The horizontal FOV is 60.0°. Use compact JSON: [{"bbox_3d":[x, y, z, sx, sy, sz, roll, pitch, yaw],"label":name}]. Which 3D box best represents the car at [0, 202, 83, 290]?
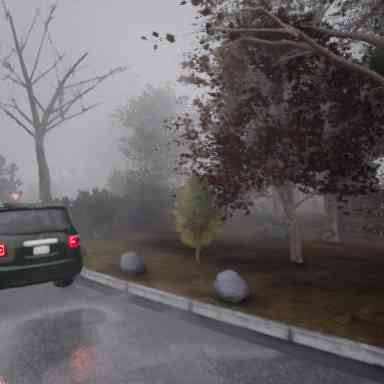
[{"bbox_3d":[-4.864,1.297,8.463,2.150,2.045,5.566,0,-1,-45],"label":"car"}]
